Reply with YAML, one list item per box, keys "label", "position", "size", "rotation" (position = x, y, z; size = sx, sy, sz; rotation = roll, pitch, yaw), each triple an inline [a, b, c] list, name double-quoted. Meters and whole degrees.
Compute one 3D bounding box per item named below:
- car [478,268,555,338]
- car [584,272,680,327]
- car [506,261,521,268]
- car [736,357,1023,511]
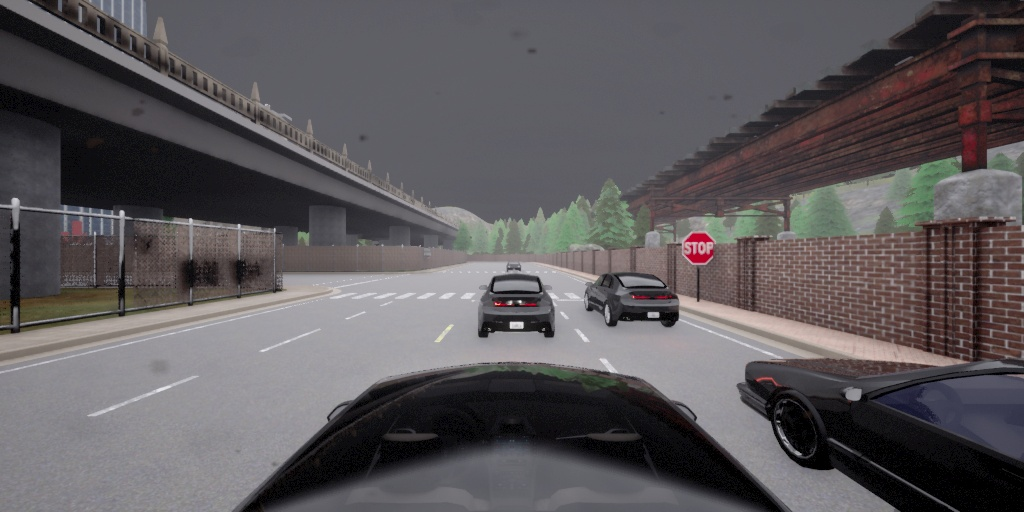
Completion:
- label: "car"
  position: [0.105, 1.255, 10.188]
  size: [1.837, 1.490, 4.892]
  rotation: [0, 0, 0]
- label: "car"
  position: [3.608, 1.255, 11.545]
  size: [1.837, 1.490, 4.892]
  rotation: [0, 0, 0]
- label: "car"
  position: [0.222, 1.351, 46.357]
  size: [1.895, 1.301, 4.718]
  rotation: [0, 0, -1]
- label: "car"
  position: [3.600, 1.297, 1.798]
  size: [2.033, 1.411, 5.357]
  rotation: [0, 0, 0]
